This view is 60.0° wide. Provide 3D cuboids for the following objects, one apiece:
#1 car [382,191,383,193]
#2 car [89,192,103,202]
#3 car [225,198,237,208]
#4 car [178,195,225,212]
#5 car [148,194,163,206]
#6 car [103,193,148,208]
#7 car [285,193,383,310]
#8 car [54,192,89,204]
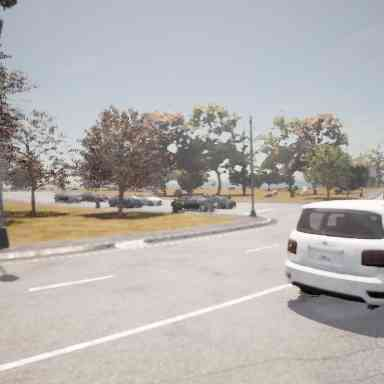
[{"bbox_3d":[25.972,0.183,43.181,1.837,1.490,4.892,-1,1,35],"label":"car"},{"bbox_3d":[-14.157,0.665,47.482,5.357,1.411,2.033,2,3,36],"label":"car"},{"bbox_3d":[2.616,1.057,35.358,4.181,1.385,1.994,0,2,36],"label":"car"},{"bbox_3d":[0.302,1.105,32.713,4.902,1.511,2.128,0,2,36],"label":"car"},{"bbox_3d":[-5.695,0.922,41.365,4.674,1.442,1.812,1,3,36],"label":"car"},{"bbox_3d":[-7.721,1.044,38.514,4.674,1.442,1.812,1,3,36],"label":"car"},{"bbox_3d":[4.380,1.175,7.468,5.566,2.045,2.150,-1,1,-39],"label":"car"},{"bbox_3d":[-16.670,0.710,44.987,4.902,1.511,2.128,2,3,36],"label":"car"}]
